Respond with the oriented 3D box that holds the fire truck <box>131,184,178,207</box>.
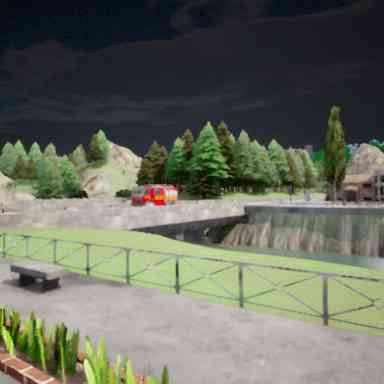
[{"bbox_3d":[-5.956,0.713,53.688,2.891,3.827,8.468,-1,0,36],"label":"fire truck"}]
